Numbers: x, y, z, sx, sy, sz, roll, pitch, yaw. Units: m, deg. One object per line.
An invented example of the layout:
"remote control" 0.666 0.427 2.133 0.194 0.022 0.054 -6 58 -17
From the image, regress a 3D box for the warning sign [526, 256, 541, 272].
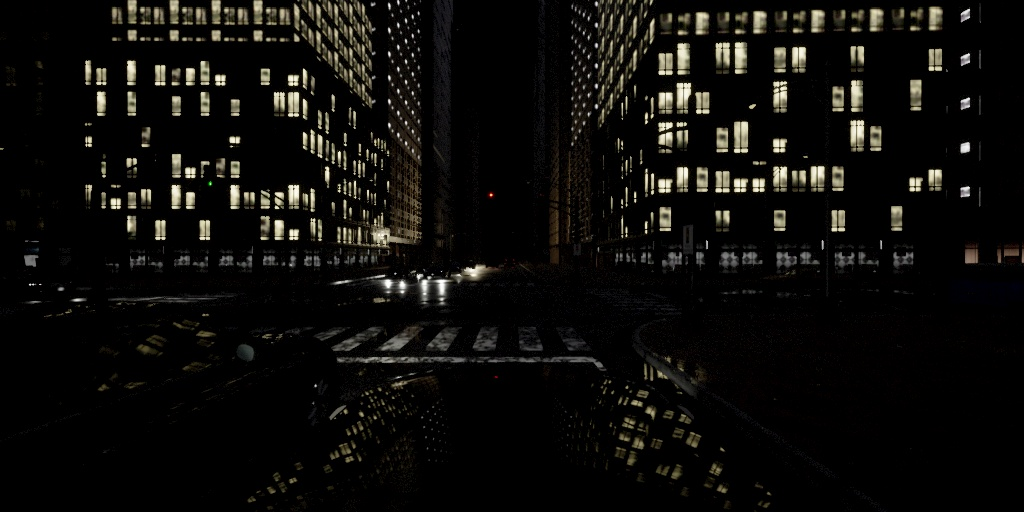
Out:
"warning sign" 2.600 0.910 40.844 1.300 1.860 1.060 0 0 0

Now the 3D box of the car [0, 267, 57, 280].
"car" -23.088 1.250 16.399 4.902 1.511 2.128 0 0 0

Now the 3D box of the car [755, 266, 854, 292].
"car" 16.966 1.293 20.949 4.829 1.417 1.751 0 0 2

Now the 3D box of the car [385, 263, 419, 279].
"car" -10.049 1.343 32.807 1.994 1.385 4.181 0 0 0

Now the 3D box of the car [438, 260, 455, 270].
"car" -10.184 1.362 56.041 1.812 1.442 4.674 0 0 1

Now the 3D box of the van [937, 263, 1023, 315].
"van" 18.289 1.119 12.786 3.998 1.789 1.690 0 0 2

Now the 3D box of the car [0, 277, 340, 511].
"car" -3.155 1.102 2.569 2.097 1.767 4.553 0 0 0

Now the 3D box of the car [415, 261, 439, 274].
"car" -10.124 1.363 42.826 1.994 1.385 4.181 0 0 -2

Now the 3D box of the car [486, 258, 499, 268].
"car" -3.541 1.214 63.660 2.097 1.767 4.553 0 0 -1

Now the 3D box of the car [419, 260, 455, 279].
"car" -6.798 1.305 32.963 1.812 1.442 4.674 0 0 0

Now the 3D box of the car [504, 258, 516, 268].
"car" -0.397 1.426 63.840 1.994 1.385 4.181 0 0 0

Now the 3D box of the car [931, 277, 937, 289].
"car" 26.803 1.357 20.528 4.207 1.307 1.802 0 0 2

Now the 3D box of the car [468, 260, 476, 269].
"car" -6.934 1.403 57.111 1.994 1.385 4.181 0 0 0

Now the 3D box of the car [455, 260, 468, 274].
"car" -6.862 1.277 42.904 1.882 1.535 5.008 0 0 0
